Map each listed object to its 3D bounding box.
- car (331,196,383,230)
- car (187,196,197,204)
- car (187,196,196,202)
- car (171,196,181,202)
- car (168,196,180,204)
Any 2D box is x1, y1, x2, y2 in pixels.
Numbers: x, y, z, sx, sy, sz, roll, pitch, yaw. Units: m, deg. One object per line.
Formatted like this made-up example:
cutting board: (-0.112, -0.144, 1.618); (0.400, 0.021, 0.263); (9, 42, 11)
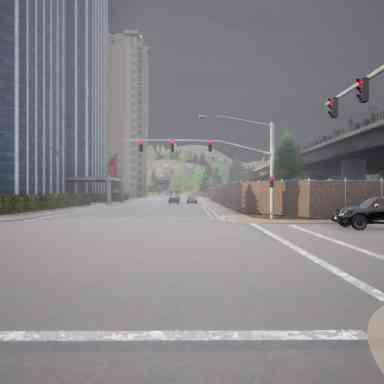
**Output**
car: (11.817, 1.277, 20.970); (5.566, 2.045, 2.150); (0, 0, 0)
car: (0.014, 1.564, 64.636); (1.994, 1.385, 4.181); (0, 0, 0)
car: (-0.099, 1.595, 74.598); (1.895, 1.301, 4.718); (0, 0, 0)
car: (-3.598, 1.540, 74.457); (2.033, 1.411, 5.357); (0, 0, 0)
car: (-3.488, 1.478, 64.240); (1.882, 1.535, 5.008); (0, 0, 0)
